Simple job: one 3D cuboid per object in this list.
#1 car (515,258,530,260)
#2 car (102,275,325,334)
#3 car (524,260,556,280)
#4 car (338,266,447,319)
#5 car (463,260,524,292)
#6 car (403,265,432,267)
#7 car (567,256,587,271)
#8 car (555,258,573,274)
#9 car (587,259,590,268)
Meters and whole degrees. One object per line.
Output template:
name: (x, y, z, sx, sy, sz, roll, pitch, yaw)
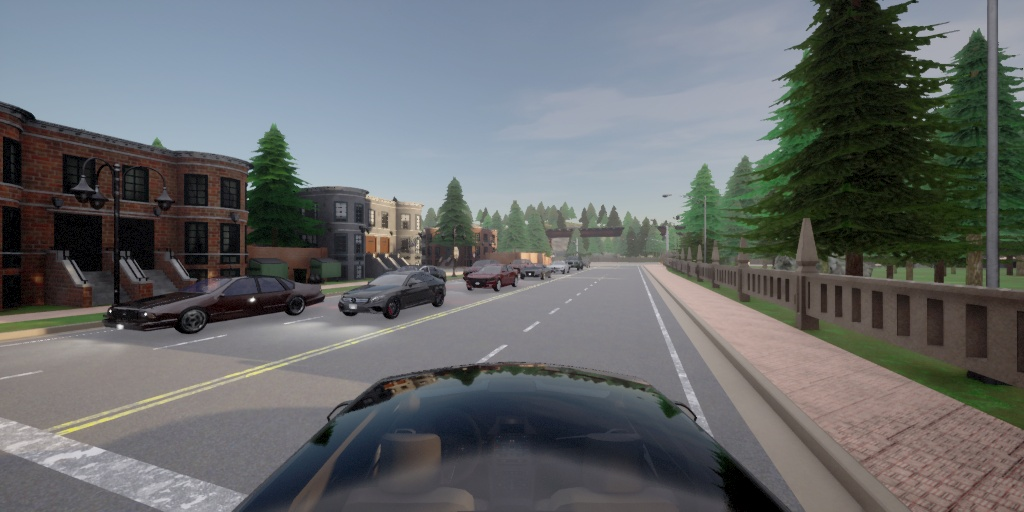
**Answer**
car: (0.949, 1.102, 38.802, 2.097, 1.767, 4.553, 0, 0, 19)
car: (-8.475, 1.297, 11.052, 2.033, 1.411, 5.357, 0, 0, 19)
car: (2.147, 1.314, 31.414, 1.994, 1.385, 4.181, 0, 0, 20)
car: (-4.081, 1.276, 13.099, 1.812, 1.442, 4.674, 0, 0, 19)
car: (-1.081, 1.228, 21.932, 1.882, 1.535, 5.008, 0, 0, 19)
car: (-5.430, 1.242, 20.028, 2.128, 1.511, 4.902, 0, 0, 18)
car: (8.742, 0.972, 50.841, 2.150, 2.045, 5.566, 0, 0, 19)
car: (5.382, 1.276, 40.966, 1.812, 1.442, 4.674, 0, 0, 19)
car: (12.215, 1.255, 61.012, 1.837, 1.490, 4.892, 0, 0, 19)
